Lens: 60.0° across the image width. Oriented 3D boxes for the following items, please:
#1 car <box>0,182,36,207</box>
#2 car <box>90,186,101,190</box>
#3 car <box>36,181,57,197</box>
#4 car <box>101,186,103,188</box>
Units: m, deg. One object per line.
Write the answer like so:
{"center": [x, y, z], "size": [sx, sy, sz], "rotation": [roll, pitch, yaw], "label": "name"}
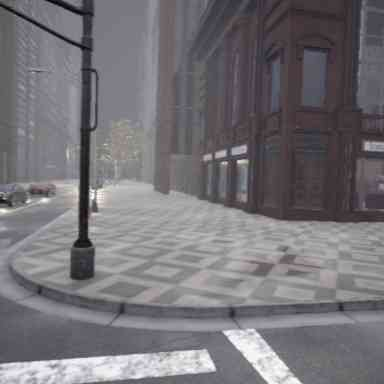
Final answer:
{"center": [-12.723, 0.169, 22.913], "size": [2.033, 1.411, 5.357], "rotation": [1, 2, -12], "label": "car"}
{"center": [-14.564, -0.860, 47.538], "size": [2.033, 1.411, 5.357], "rotation": [1, 2, -12], "label": "car"}
{"center": [-14.821, -0.373, 33.117], "size": [1.882, 1.535, 5.008], "rotation": [1, 2, -12], "label": "car"}
{"center": [-16.648, -1.348, 57.664], "size": [1.812, 1.442, 4.674], "rotation": [1, 2, -12], "label": "car"}
